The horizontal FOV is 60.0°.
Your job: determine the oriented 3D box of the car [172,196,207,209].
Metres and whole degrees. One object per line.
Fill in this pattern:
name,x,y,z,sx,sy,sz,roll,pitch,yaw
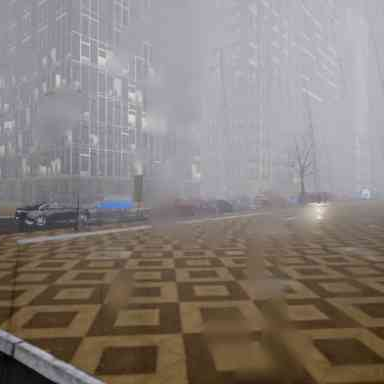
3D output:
car,-0.255,1.233,41.288,1.887,1.381,4.507,1,1,40

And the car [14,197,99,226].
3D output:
car,-9.084,1.364,22.134,2.128,1.511,4.902,0,1,40

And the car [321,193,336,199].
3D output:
car,32.942,0.841,80.267,1.947,1.339,4.313,1,1,40

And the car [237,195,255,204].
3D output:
car,7.126,1.162,49.944,1.947,1.339,4.313,1,1,40

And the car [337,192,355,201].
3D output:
car,28.357,0.965,61.952,1.752,1.417,4.829,1,1,40

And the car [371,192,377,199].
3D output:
car,39.309,0.855,74.819,2.008,1.369,4.403,1,1,40

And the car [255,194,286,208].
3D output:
car,9.808,1.253,40.166,1.802,1.307,4.206,1,1,40

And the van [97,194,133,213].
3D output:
van,-7.714,1.121,32.695,1.690,1.788,3.998,1,1,40

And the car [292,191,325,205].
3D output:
car,17.184,0.894,48.825,2.192,1.841,5.009,1,1,40

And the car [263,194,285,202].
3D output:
car,14.502,1.070,58.608,1.947,1.339,4.313,1,1,40

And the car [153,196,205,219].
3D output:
car,-1.161,1.250,27.092,1.967,1.590,4.097,1,1,40

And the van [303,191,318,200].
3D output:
van,25.567,0.707,71.600,1.690,1.788,3.998,1,1,40

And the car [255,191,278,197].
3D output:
car,11.431,0.798,50.857,2.150,2.045,5.566,0,1,40

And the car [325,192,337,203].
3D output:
car,20.872,0.848,53.157,2.192,1.841,5.009,1,1,40

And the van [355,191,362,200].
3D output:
van,35.623,0.691,70.484,1.690,1.788,3.998,1,1,40

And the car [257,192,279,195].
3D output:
car,11.347,1.109,46.044,2.128,1.511,4.902,0,1,41

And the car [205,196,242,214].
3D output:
car,2.483,1.329,31.461,1.947,1.339,4.313,1,1,40
